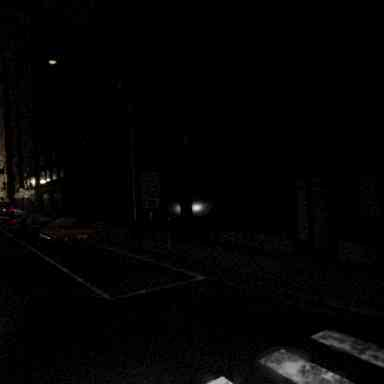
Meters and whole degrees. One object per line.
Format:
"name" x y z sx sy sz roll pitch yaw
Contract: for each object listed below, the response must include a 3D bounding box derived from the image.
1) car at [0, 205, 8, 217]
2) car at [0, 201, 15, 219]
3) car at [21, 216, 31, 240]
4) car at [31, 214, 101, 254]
"car" -26.243 2.559 44.872 1.882 1.535 5.008 -2 0 -35
"car" -22.282 2.123 39.146 2.150 2.045 5.566 -2 0 -35
"car" -8.501 1.889 18.753 1.802 1.307 4.206 -1 -1 -35
"car" -5.455 1.706 14.405 1.752 1.417 4.829 -1 -1 -35
